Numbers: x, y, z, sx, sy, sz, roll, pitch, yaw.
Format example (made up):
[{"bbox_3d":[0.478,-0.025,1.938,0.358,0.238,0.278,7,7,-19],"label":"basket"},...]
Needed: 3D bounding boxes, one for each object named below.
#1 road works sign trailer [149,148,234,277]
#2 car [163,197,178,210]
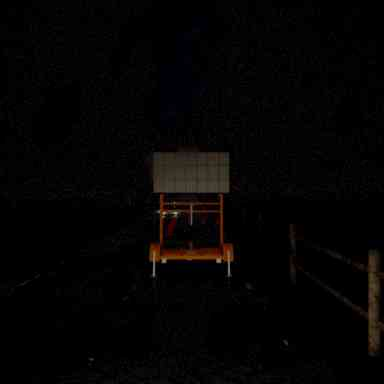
[{"bbox_3d":[-0.015,0.466,10.224,2.380,3.560,2.880,0,0,0],"label":"road works sign trailer"},{"bbox_3d":[-2.917,1.374,42.954,2.097,1.767,4.553,0,0,0],"label":"car"}]
